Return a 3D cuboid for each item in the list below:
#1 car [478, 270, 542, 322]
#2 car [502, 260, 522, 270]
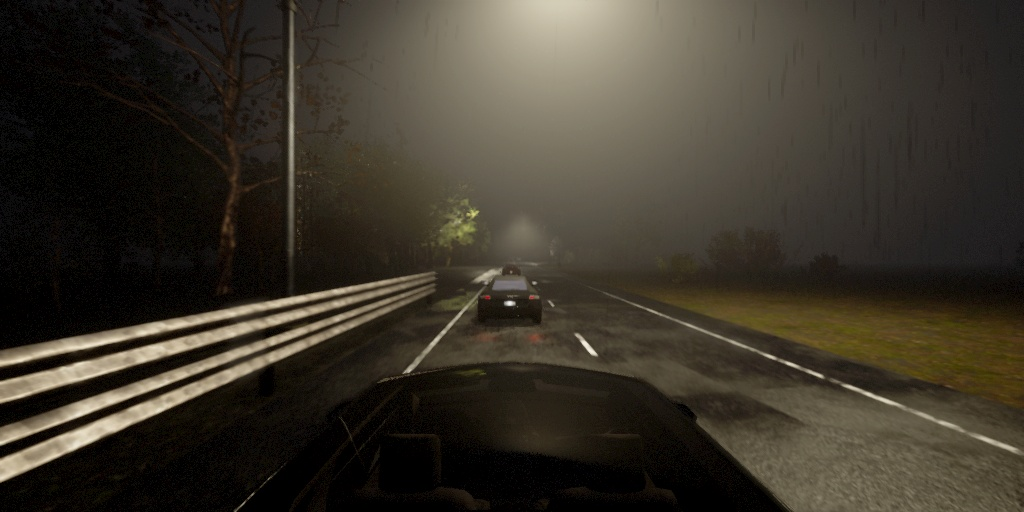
[{"bbox_3d":[-0.065,1.357,12.420,1.994,1.385,4.181,0,0,0],"label":"car"},{"bbox_3d":[-0.074,1.408,37.332,1.812,1.442,4.674,0,0,0],"label":"car"}]
